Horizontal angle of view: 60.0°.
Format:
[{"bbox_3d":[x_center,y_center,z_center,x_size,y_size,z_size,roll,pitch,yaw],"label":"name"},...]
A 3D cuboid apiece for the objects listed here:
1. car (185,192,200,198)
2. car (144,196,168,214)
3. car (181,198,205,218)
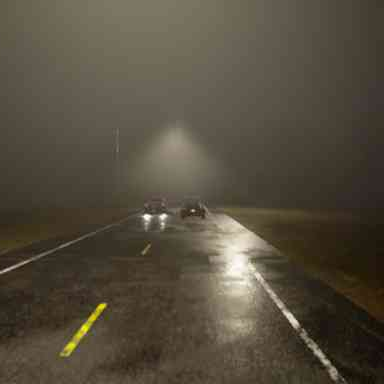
[{"bbox_3d":[0.090,1.049,54.186,2.150,2.045,5.566,0,-1,0],"label":"car"},{"bbox_3d":[-3.594,1.251,33.907,2.097,1.767,4.553,0,0,0],"label":"car"},{"bbox_3d":[0.094,1.478,28.610,1.994,1.385,4.181,0,0,0],"label":"car"}]
